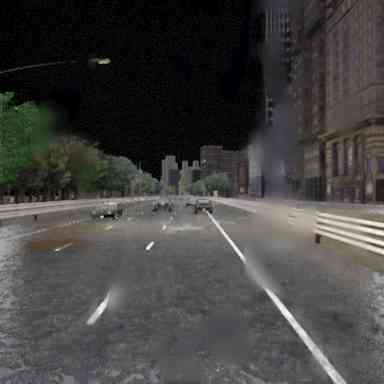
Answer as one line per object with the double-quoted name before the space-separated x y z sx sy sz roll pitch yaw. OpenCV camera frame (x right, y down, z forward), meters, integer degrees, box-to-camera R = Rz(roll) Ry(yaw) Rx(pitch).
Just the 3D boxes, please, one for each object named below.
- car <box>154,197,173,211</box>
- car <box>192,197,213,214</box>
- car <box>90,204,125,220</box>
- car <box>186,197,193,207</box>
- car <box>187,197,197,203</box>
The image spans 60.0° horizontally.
"car" -3.413 1.409 40.717 2.097 1.767 4.553 0 0 0
"car" 1.212 1.541 36.065 1.837 1.490 4.892 0 0 0
"car" -6.916 1.613 27.712 1.895 1.301 4.718 0 0 0
"car" -0.018 1.725 54.460 1.994 1.385 4.181 0 0 0
"car" -0.024 1.690 70.894 1.994 1.385 4.181 0 0 0
